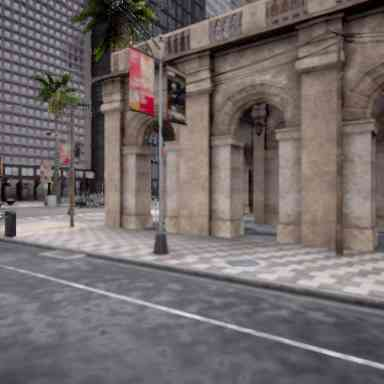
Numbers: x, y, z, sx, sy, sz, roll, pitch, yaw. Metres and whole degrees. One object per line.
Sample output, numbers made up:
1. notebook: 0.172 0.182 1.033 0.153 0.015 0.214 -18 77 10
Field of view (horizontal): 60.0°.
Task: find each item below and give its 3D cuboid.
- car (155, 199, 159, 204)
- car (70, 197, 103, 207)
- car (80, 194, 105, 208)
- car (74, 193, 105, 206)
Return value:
1. car: -5.121 1.516 64.060 1.812 1.442 4.674 0 0 36
2. car: -16.793 1.504 53.237 2.161 1.482 4.786 0 0 35
3. car: -12.855 1.483 47.410 2.128 1.511 4.902 0 0 36
4. car: -14.626 1.212 50.931 2.150 2.045 5.566 0 0 36
